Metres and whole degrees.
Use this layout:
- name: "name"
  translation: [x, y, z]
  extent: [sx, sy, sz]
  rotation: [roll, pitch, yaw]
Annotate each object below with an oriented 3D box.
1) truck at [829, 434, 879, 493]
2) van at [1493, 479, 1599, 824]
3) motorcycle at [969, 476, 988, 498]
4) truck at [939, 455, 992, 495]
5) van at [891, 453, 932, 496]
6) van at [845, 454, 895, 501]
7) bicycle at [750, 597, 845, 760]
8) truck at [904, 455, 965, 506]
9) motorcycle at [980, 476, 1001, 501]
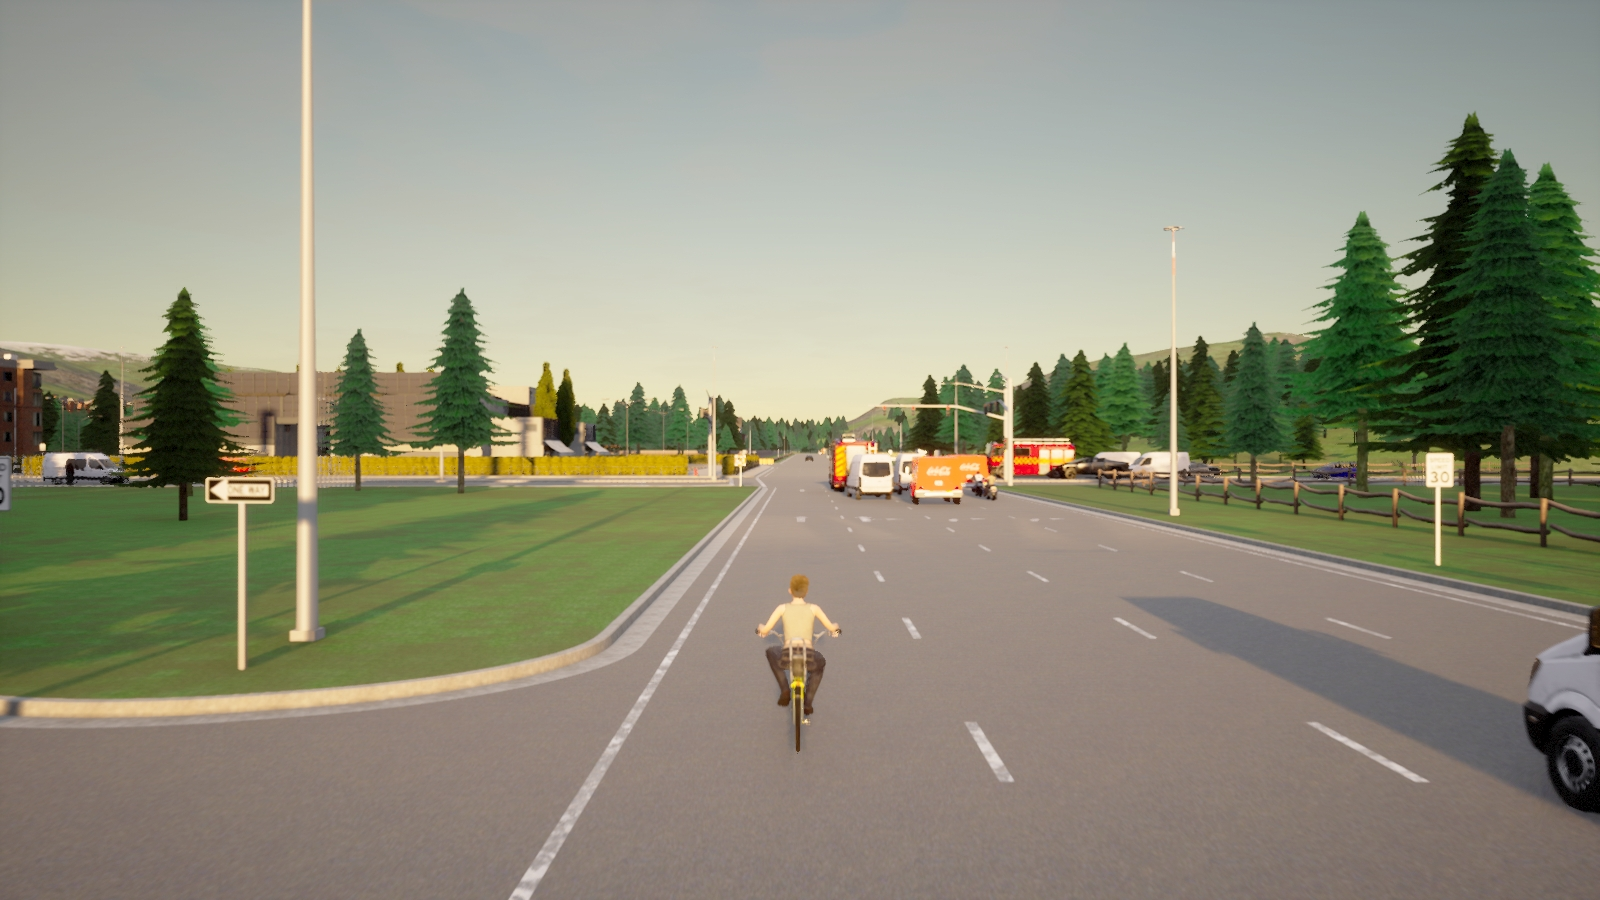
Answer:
- name: "truck"
  translation: [3.557, 0.856, 77.644]
  extent: [2.891, 3.827, 8.468]
  rotation: [0, 0, -1]
- name: "van"
  translation: [7.004, 1.530, 6.952]
  extent: [1.988, 2.561, 5.915]
  rotation: [0, 0, 0]
- name: "motorcycle"
  translation: [10.498, 2.156, 67.199]
  extent: [0.803, 1.199, 2.033]
  rotation: [0, 0, 0]
- name: "truck"
  translation: [10.486, 1.535, 72.936]
  extent: [2.627, 2.467, 5.204]
  rotation: [0, 0, 0]
- name: "van"
  translation: [7.002, 1.502, 72.289]
  extent: [1.988, 2.561, 5.915]
  rotation: [0, 0, 0]
- name: "van"
  translation: [3.929, 1.505, 65.168]
  extent: [1.988, 2.561, 5.915]
  rotation: [0, 0, -5]
- name: "bicycle"
  translation: [-0.015, 2.152, 11.044]
  extent: [0.859, 1.276, 1.487]
  rotation: [0, 0, 0]
- name: "truck"
  translation: [6.998, 1.545, 60.040]
  extent: [2.627, 2.467, 5.204]
  rotation: [0, 0, 0]
- name: "motorcycle"
  translation: [10.500, 2.126, 63.005]
  extent: [0.764, 1.307, 2.356]
  rotation: [0, 0, 0]
